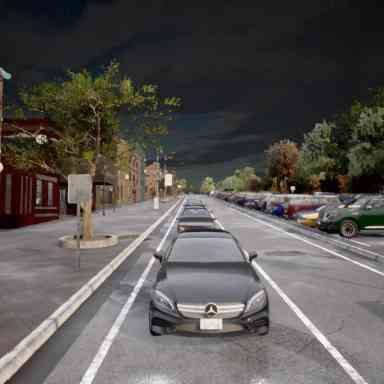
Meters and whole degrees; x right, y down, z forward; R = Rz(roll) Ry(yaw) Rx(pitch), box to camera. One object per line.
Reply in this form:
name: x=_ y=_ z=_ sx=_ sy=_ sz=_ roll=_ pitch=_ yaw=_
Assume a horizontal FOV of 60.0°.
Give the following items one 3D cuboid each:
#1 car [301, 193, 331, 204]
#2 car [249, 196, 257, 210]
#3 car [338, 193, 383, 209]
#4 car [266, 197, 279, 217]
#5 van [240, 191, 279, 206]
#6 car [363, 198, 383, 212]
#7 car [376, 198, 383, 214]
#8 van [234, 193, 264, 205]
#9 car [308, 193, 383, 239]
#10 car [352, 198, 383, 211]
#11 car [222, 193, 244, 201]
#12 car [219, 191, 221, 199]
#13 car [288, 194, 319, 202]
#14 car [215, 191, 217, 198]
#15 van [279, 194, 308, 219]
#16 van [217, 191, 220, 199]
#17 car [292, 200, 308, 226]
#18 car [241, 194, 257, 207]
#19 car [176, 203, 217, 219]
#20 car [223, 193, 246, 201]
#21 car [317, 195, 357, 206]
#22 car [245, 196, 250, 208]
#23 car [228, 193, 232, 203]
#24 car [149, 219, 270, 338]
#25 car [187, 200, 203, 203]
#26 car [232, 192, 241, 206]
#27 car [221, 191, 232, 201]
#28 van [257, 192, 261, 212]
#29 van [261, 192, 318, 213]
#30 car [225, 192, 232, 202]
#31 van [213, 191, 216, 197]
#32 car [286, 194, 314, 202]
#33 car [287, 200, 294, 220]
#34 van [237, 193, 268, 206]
car: x=22.116 y=1.135 z=59.623 sx=4.553 sy=1.767 sz=2.185 roll=0 pitch=1 yaw=0
car: x=9.187 y=1.470 z=36.651 sx=4.792 sy=1.488 sz=2.163 roll=0 pitch=0 yaw=0
car: x=22.167 y=1.153 z=42.966 sx=5.566 sy=2.045 sz=2.435 roll=0 pitch=0 yaw=0
car: x=9.208 y=1.460 z=28.239 sx=5.008 sy=1.535 sz=2.097 roll=0 pitch=0 yaw=0
van: x=9.218 y=1.163 z=45.068 sx=4.442 sy=1.987 sz=1.878 roll=0 pitch=0 yaw=0
car: x=22.203 y=1.468 z=37.410 sx=4.792 sy=1.488 sz=2.163 roll=0 pitch=0 yaw=0
car: x=22.435 y=1.444 z=34.640 sx=5.366 sy=1.575 sz=1.946 roll=0 pitch=0 yaw=0
van: x=9.163 y=1.088 z=53.475 sx=4.442 sy=1.987 sz=1.878 roll=0 pitch=1 yaw=0
car: x=9.260 y=1.221 z=17.025 sx=5.566 sy=2.045 sz=2.435 roll=0 pitch=0 yaw=0
car: x=22.243 y=1.452 z=40.194 sx=4.792 sy=1.488 sz=2.163 roll=0 pitch=0 yaw=0
car: x=8.884 y=1.014 z=73.097 sx=4.553 sy=1.767 sz=2.185 roll=0 pitch=1 yaw=0
car: x=8.924 y=0.938 z=67.490 sx=5.566 sy=2.045 sz=2.435 roll=0 pitch=1 yaw=0
car: x=21.863 y=1.209 z=65.173 sx=5.366 sy=1.575 sz=1.946 roll=0 pitch=0 yaw=0
car: x=8.855 y=1.064 z=81.508 sx=5.008 sy=1.535 sz=2.097 roll=0 pitch=1 yaw=0
van: x=9.349 y=1.237 z=25.436 sx=4.442 sy=1.987 sz=1.878 roll=0 pitch=0 yaw=0
van: x=8.762 y=0.864 z=78.702 sx=4.442 sy=1.987 sz=1.878 roll=0 pitch=1 yaw=0
car: x=9.084 y=1.466 z=19.828 sx=5.366 sy=1.575 sz=1.946 roll=0 pitch=0 yaw=0
car: x=9.127 y=1.408 z=42.261 sx=4.892 sy=1.521 sz=2.231 roll=0 pitch=0 yaw=0
car: x=0.201 y=1.532 z=17.403 sx=2.033 sy=1.411 sz=5.357 roll=0 pitch=0 yaw=0
car: x=8.903 y=1.039 z=70.294 sx=4.553 sy=1.767 sz=2.185 roll=0 pitch=1 yaw=0
car: x=22.326 y=1.332 z=51.297 sx=5.366 sy=1.575 sz=1.946 roll=0 pitch=1 yaw=0
car: x=9.136 y=1.465 z=39.458 sx=4.674 sy=1.452 sz=2.002 roll=0 pitch=0 yaw=0
car: x=9.021 y=1.290 z=56.280 sx=4.892 sy=1.521 sz=2.231 roll=0 pitch=1 yaw=0
car: x=0.256 y=1.524 z=6.824 sx=1.812 sy=1.442 sz=4.674 roll=0 pitch=0 yaw=0
car: x=0.233 y=1.442 z=29.851 sx=2.128 sy=1.511 sz=4.902 roll=0 pitch=0 yaw=0
car: x=9.055 y=1.113 z=47.867 sx=5.566 sy=2.045 sz=2.435 roll=0 pitch=1 yaw=0
car: x=8.943 y=0.963 z=64.687 sx=5.566 sy=2.045 sz=2.435 roll=0 pitch=1 yaw=0
van: x=9.293 y=1.222 z=33.848 sx=4.442 sy=1.987 sz=1.878 roll=0 pitch=0 yaw=0
van: x=9.078 y=1.230 z=31.045 sx=4.442 sy=1.987 sz=1.878 roll=0 pitch=0 yaw=0
car: x=8.987 y=1.279 z=61.886 sx=4.674 sy=1.452 sz=2.002 roll=0 pitch=1 yaw=0
van: x=8.687 y=0.764 z=89.914 sx=4.442 sy=1.987 sz=1.878 roll=0 pitch=1 yaw=0
car: x=22.036 y=1.188 z=67.951 sx=4.892 sy=1.521 sz=2.231 roll=0 pitch=1 yaw=0
car: x=9.253 y=1.506 z=22.632 sx=4.674 sy=1.452 sz=2.002 roll=0 pitch=0 yaw=0
van: x=9.181 y=1.113 z=50.672 sx=4.442 sy=1.987 sz=1.878 roll=0 pitch=1 yaw=0
